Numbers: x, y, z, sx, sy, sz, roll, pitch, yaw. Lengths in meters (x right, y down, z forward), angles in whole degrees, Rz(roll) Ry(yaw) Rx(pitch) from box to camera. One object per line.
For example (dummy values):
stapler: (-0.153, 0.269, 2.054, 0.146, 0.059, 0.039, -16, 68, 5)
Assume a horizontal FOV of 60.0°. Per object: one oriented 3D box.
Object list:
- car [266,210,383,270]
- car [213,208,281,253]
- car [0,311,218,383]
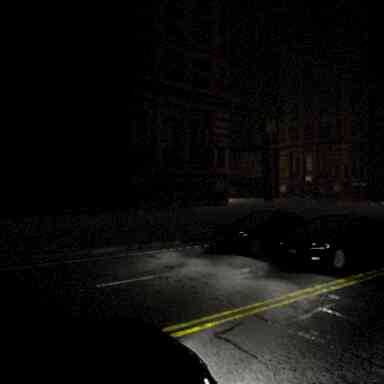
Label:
car: (4.999, 1.475, 11.245, 5.008, 1.535, 1.882, 0, 0, -35)
car: (3.112, 1.475, 13.891, 5.008, 1.535, 1.882, 0, 0, -36)
car: (-1.750, 1.564, 2.191, 4.181, 1.385, 1.994, 0, 0, -36)
